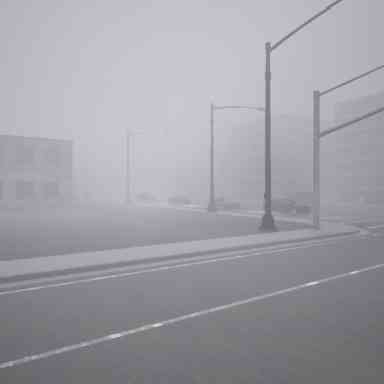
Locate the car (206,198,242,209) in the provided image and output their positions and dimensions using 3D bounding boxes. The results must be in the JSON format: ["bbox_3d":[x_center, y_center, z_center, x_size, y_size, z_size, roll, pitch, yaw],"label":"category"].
[{"bbox_3d":[3.769,1.332,39.667,1.895,1.301,4.718,0,1,-34],"label":"car"}]

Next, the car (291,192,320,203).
[{"bbox_3d":[15.509,0.954,47.644,2.150,2.045,5.566,0,1,-34],"label":"car"}]

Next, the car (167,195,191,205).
[{"bbox_3d":[-1.885,1.120,47.934,1.994,1.385,4.181,0,1,-34],"label":"car"}]

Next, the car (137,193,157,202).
[{"bbox_3d":[-7.640,0.866,56.399,2.128,1.511,4.902,0,1,-34],"label":"car"}]

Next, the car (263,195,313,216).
[{"bbox_3d":[9.066,1.345,31.972,1.882,1.535,5.008,0,1,-35],"label":"car"}]
